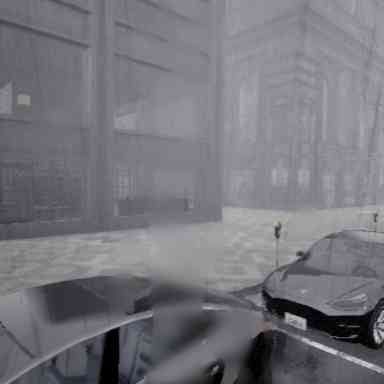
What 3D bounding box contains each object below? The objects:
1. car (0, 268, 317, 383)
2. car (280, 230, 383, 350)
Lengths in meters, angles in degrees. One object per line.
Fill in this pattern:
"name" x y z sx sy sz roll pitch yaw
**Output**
"car" -1.129 1.475 2.420 4.313 1.339 1.947 0 2 -41
"car" 3.112 1.448 6.132 4.313 1.339 1.947 0 2 -41
